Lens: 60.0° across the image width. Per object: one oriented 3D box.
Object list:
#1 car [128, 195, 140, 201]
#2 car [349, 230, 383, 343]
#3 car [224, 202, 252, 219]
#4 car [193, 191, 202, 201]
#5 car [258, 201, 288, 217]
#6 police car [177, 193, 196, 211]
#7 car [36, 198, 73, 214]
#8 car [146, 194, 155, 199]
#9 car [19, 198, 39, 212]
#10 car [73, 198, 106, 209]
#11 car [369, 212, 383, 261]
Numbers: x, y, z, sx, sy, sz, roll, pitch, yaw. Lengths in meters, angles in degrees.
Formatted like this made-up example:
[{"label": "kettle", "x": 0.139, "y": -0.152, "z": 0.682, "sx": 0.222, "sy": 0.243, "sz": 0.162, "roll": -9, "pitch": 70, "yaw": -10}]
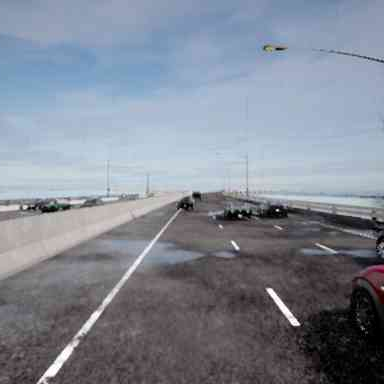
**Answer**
[{"label": "car", "x": -12.968, "y": 1.298, "z": 75.129, "sx": 2.033, "sy": 1.411, "sz": 5.357, "roll": 0, "pitch": 0, "yaw": 1}, {"label": "car", "x": 3.609, "y": 1.345, "z": 3.585, "sx": 2.097, "sy": 1.767, "sz": 4.553, "roll": 0, "pitch": 0, "yaw": 0}, {"label": "car", "x": 3.752, "y": 1.533, "z": 27.967, "sx": 1.895, "sy": 1.301, "sz": 4.718, "roll": 0, "pitch": 0, "yaw": 1}, {"label": "car", "x": 1.009, "y": 0.869, "z": 74.504, "sx": 2.150, "sy": 2.045, "sz": 5.566, "roll": 0, "pitch": 0, "yaw": 2}, {"label": "car", "x": 7.278, "y": 1.491, "z": 30.191, "sx": 1.994, "sy": 1.385, "sz": 4.181, "roll": 0, "pitch": 0, "yaw": 1}, {"label": "police car", "x": -0.754, "y": 1.325, "z": 39.923, "sx": 1.930, "sy": 1.638, "sz": 5.238, "roll": 0, "pitch": 0, "yaw": 1}, {"label": "car", "x": -13.868, "y": 1.515, "z": 34.526, "sx": 1.895, "sy": 1.301, "sz": 4.718, "roll": 0, "pitch": 0, "yaw": 1}, {"label": "car", "x": -9.432, "y": 1.264, "z": 76.406, "sx": 1.812, "sy": 1.442, "sz": 4.674, "roll": 0, "pitch": 0, "yaw": 2}, {"label": "car", "x": -17.326, "y": 1.398, "z": 37.026, "sx": 2.128, "sy": 1.511, "sz": 4.902, "roll": 0, "pitch": 0, "yaw": 1}, {"label": "car", "x": -10.361, "y": 1.419, "z": 34.749, "sx": 1.837, "sy": 1.490, "sz": 4.892, "roll": 0, "pitch": 0, "yaw": 1}, {"label": "car", "x": 7.122, "y": 1.458, "z": 9.153, "sx": 1.882, "sy": 1.535, "sz": 5.008, "roll": 0, "pitch": 0, "yaw": 0}]
